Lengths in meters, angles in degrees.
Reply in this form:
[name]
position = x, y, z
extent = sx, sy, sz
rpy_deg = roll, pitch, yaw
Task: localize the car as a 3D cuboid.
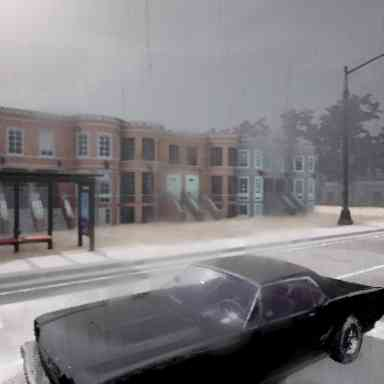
[car]
position = 0.466, 1.608, 4.322
extent = 4.718, 1.301, 1.895
rpy_deg = 0, 0, -35
